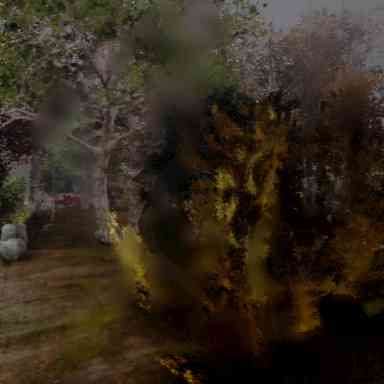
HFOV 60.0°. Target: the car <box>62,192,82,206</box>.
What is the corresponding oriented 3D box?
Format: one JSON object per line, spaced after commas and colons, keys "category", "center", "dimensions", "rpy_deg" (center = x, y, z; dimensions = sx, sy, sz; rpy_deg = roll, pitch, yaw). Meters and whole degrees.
{"category": "car", "center": [-18.026, 1.031, 47.945], "dimensions": [2.150, 2.045, 5.566], "rpy_deg": [0, -1, 10]}
